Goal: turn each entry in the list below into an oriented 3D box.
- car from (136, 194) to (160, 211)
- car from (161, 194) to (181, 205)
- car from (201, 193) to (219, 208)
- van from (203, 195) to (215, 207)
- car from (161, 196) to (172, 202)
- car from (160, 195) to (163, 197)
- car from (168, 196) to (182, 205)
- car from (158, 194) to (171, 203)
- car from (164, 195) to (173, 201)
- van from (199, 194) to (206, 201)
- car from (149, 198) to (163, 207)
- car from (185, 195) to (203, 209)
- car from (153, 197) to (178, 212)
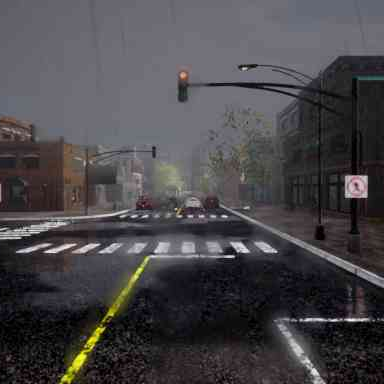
[{"bbox_3d":[-5.683,1.306,41.409,2.192,1.841,5.009,-1,0,0],"label":"car"},{"bbox_3d":[-3.055,1.467,48.661,1.882,1.535,5.008,0,0,0],"label":"car"},{"bbox_3d":[2.699,1.305,46.951,2.192,1.841,5.009,-1,0,0],"label":"car"},{"bbox_3d":[2.701,1.329,52.495,1.690,1.788,3.998,-1,0,0],"label":"van"},{"bbox_3d":[-5.672,1.548,74.673,1.947,1.339,4.313,-1,0,0],"label":"car"},{"bbox_3d":[-5.680,1.534,46.953,1.887,1.381,4.507,-1,0,0],"label":"car"},{"bbox_3d":[-2.986,1.478,58.791,2.128,1.511,4.902,0,0,0],"label":"car"},{"bbox_3d":[-5.675,1.299,69.129,2.192,1.841,5.009,-1,0,0],"label":"car"},{"bbox_3d":[-5.670,1.525,80.217,1.887,1.381,4.507,-1,0,0],"label":"car"},{"bbox_3d":[2.710,1.320,85.759,1.690,1.788,3.998,-1,0,0],"label":"van"},{"bbox_3d":[-5.678,1.570,52.497,1.802,1.307,4.206,-1,0,0],"label":"car"},{"bbox_3d":[0.117,1.516,44.764,1.812,1.442,4.674,0,0,0],"label":"car"},{"bbox_3d":[-3.084,1.556,38.861,1.994,1.385,4.181,0,0,0],"label":"car"}]
